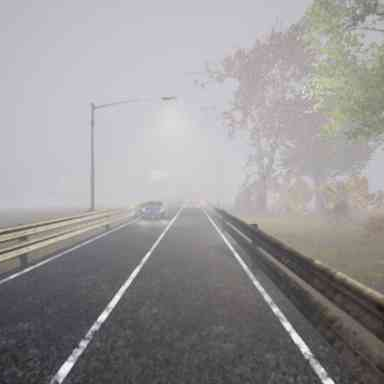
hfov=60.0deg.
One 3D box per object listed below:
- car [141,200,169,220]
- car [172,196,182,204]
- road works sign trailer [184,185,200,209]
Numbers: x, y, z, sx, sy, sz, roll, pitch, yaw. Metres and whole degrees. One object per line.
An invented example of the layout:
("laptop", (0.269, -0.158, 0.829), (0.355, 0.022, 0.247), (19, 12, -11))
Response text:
("car", (-3.320, 1.528, 30.408), (2.097, 1.767, 4.553), (0, 0, 0))
("car", (-3.188, 1.725, 71.730), (2.097, 1.767, 4.553), (0, 0, 0))
("road works sign trailer", (0.052, 0.750, 49.636), (2.380, 3.560, 2.880), (0, 0, 0))
